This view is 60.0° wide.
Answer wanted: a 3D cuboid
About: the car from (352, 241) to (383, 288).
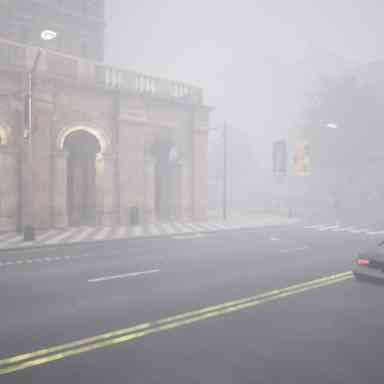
[{"bbox_3d":[6.127,1.600,8.258,5.357,1.411,2.033,0,0,-36],"label":"car"}]
